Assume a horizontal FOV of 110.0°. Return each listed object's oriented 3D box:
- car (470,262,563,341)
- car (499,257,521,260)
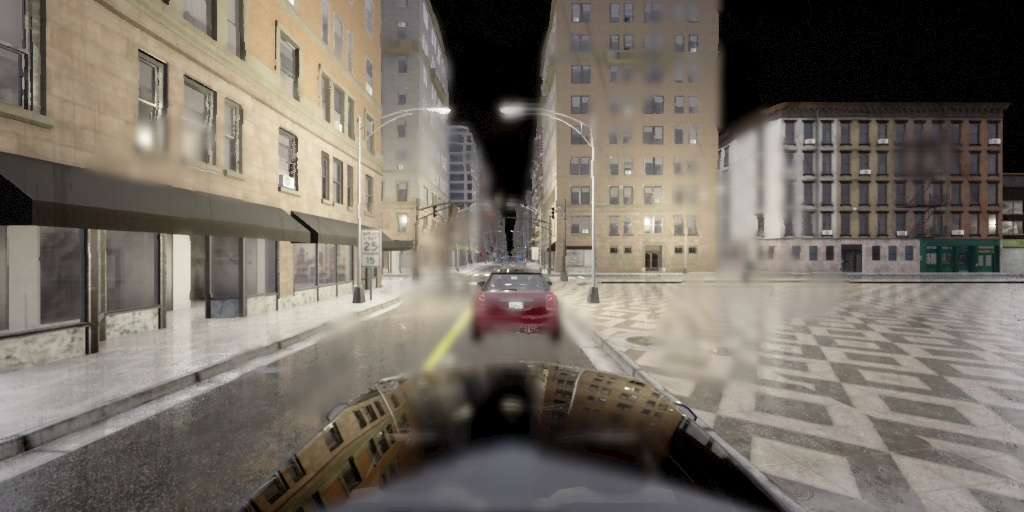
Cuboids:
[{"bbox_3d":[0.102,1.102,9.977,2.097,1.767,4.553,0,0,0],"label":"car"},{"bbox_3d":[0.050,1.101,19.793,2.097,1.767,4.553,0,0,-1],"label":"car"}]
